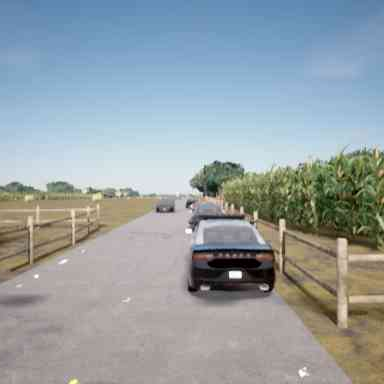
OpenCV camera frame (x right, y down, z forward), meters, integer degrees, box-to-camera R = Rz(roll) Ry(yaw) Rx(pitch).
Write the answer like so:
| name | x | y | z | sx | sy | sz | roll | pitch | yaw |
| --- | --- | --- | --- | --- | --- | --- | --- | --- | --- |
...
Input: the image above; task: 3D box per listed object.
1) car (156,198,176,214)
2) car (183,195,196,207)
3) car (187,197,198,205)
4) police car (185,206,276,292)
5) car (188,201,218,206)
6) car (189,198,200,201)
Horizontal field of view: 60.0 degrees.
| name | x | y | z | sx | sy | sz | roll | pitch | yaw |
| --- | --- | --- | --- | --- | --- | --- | --- | --- | --- |
| car | -2.754 | 1.438 | 35.513 | 1.882 | 1.535 | 5.008 | 0 | 0 | 0 |
| car | 0.132 | 1.453 | 45.581 | 1.882 | 1.535 | 5.008 | 0 | 0 | 0 |
| car | 0.159 | 1.608 | 59.377 | 1.895 | 1.301 | 4.718 | 0 | 0 | 0 |
| police car | 0.849 | 1.402 | 9.040 | 1.930 | 1.638 | 5.238 | 0 | 0 | 0 |
| car | 0.875 | 1.467 | 18.933 | 1.837 | 1.490 | 4.892 | 0 | 0 | 0 |
| car | 0.891 | 1.436 | 24.933 | 1.882 | 1.535 | 5.008 | 0 | 0 | 0 |
